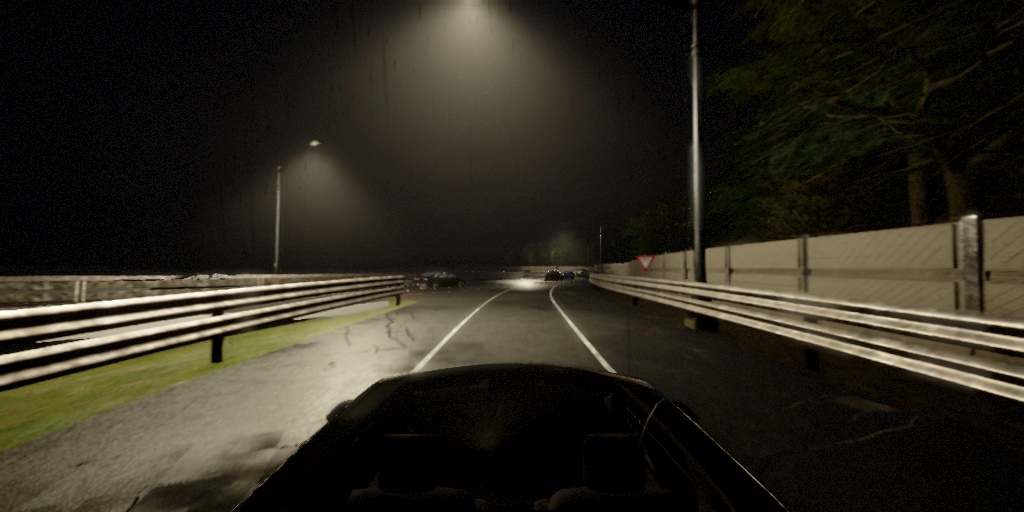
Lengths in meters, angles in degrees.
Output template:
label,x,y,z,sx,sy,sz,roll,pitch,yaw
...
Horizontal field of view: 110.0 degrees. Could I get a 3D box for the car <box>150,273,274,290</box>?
label,x,y,z,sx,sy,sz,roll,pitch,yaw
car,-14.750,1.591,18.036,2.128,1.511,4.902,-2,-3,42

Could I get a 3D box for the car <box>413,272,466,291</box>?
label,x,y,z,sx,sy,sz,roll,pitch,yaw
car,-5.791,2.030,29.272,2.128,1.511,4.902,-1,-2,34

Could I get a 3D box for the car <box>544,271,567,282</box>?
label,x,y,z,sx,sy,sz,roll,pitch,yaw
car,6.054,2.923,51.438,1.812,1.442,4.674,-1,-2,22

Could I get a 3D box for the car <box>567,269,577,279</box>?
label,x,y,z,sx,sy,sz,roll,pitch,yaw
car,10.028,3.398,63.327,2.033,1.411,5.357,0,-2,15
